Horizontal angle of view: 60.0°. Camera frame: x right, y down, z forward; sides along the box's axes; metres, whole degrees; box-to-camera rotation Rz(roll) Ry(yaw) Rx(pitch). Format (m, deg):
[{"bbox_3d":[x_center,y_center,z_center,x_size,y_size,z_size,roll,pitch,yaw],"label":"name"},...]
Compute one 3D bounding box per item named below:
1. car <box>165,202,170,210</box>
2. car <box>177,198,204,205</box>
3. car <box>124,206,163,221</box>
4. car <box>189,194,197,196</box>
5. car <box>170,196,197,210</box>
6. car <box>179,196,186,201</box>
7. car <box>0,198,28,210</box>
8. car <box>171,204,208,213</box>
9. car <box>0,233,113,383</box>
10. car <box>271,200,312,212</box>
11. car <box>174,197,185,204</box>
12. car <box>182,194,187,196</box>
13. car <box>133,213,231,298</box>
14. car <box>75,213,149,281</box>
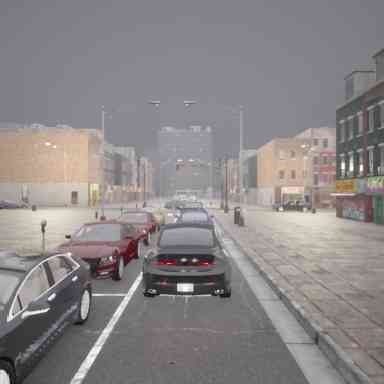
[{"bbox_3d":[-2.606,1.544,20.725,1.752,1.417,4.829,0,0,0],"label":"car"},{"bbox_3d":[0.057,1.505,26.272,1.882,1.535,5.008,0,0,0],"label":"car"},{"bbox_3d":[-2.613,1.556,15.402,1.887,1.381,4.507,0,0,0],"label":"car"},{"bbox_3d":[0.109,1.413,82.963,2.150,2.045,5.566,0,0,0],"label":"car"},{"bbox_3d":[-0.645,1.548,38.051,4.902,1.511,2.128,0,0,0],"label":"car"},{"bbox_3d":[-2.516,1.773,90.961,1.887,1.381,4.507,0,0,0],"label":"car"},{"bbox_3d":[-21.790,1.442,37.971,5.357,1.411,2.033,0,0,0],"label":"car"},{"bbox_3d":[0.114,1.538,16.004,1.812,1.442,4.674,0,0,0],"label":"car"},{"bbox_3d":[-2.627,1.553,4.413,2.008,1.369,4.403,0,0,0],"label":"car"},{"bbox_3d":[12.258,1.716,41.056,4.892,1.490,1.837,1,0,0],"label":"car"},{"bbox_3d":[-2.544,1.694,69.185,2.008,1.369,4.403,0,0,0],"label":"car"},{"bbox_3d":[-2.557,1.421,58.297,2.192,1.841,5.009,0,0,0],"label":"car"},{"bbox_3d":[-0.066,1.509,8.533,1.837,1.490,4.892,0,0,1],"label":"car"},{"bbox_3d":[-2.620,1.550,9.907,1.887,1.381,4.507,0,0,0],"label":"car"}]
